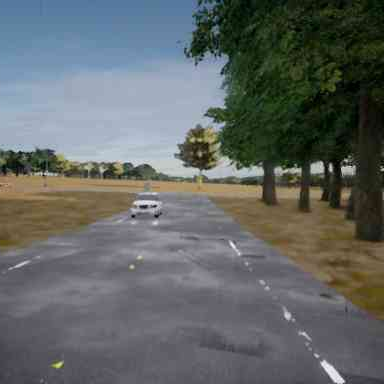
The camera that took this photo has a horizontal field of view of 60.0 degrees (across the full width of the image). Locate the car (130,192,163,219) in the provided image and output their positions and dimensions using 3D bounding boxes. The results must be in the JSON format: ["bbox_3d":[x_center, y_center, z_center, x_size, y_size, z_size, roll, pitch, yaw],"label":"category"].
[{"bbox_3d":[-3.699,1.063,28.012,2.150,2.045,5.566,0,1,0],"label":"car"}]

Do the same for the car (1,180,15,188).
[{"bbox_3d":[-45.429,-2.026,80.771,4.553,1.767,2.097,2,2,2],"label":"car"}]
